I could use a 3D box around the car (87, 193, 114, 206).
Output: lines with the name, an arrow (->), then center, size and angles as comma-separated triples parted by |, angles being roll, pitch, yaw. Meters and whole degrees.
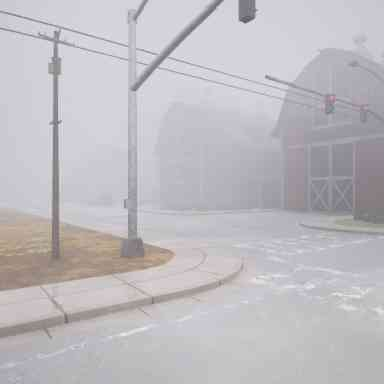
car -> -13.828, 1.118, 50.596 | 3.866, 1.878, 1.905 | -2, 5, 11
